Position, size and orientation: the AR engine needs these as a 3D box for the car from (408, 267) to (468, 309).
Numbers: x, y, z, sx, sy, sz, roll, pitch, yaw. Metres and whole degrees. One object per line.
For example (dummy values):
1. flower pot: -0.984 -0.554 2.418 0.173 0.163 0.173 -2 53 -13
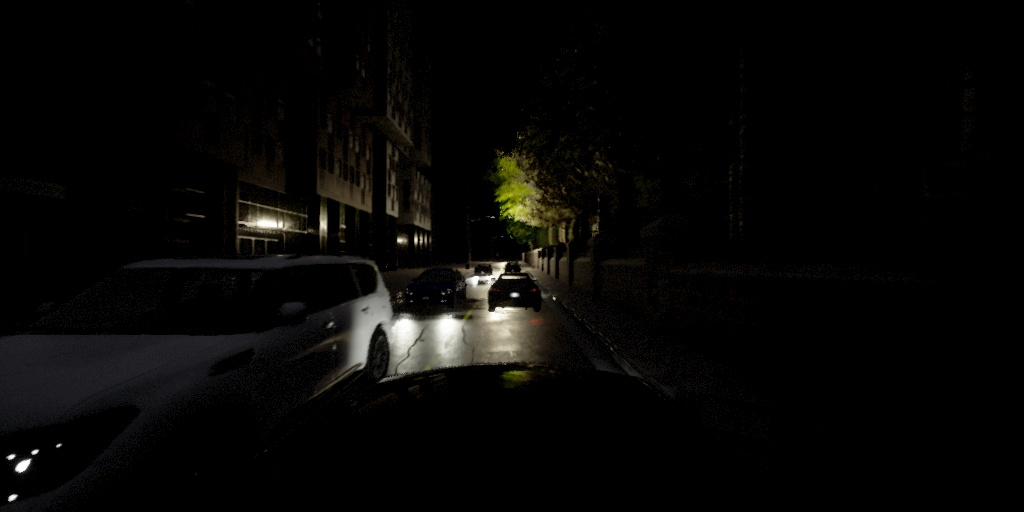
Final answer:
1. car: -3.093 1.260 15.436 1.882 1.535 5.008 0 0 0

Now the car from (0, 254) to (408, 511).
1. car: -3.100 0.980 4.066 2.150 2.045 5.566 0 0 0

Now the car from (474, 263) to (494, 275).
1. car: -3.037 1.397 39.112 1.895 1.301 4.718 0 0 0

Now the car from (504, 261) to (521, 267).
1. car: 0.081 1.320 40.548 1.812 1.442 4.674 0 0 0

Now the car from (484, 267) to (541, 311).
1. car: 0.095 1.344 14.641 1.994 1.385 4.181 0 0 0
